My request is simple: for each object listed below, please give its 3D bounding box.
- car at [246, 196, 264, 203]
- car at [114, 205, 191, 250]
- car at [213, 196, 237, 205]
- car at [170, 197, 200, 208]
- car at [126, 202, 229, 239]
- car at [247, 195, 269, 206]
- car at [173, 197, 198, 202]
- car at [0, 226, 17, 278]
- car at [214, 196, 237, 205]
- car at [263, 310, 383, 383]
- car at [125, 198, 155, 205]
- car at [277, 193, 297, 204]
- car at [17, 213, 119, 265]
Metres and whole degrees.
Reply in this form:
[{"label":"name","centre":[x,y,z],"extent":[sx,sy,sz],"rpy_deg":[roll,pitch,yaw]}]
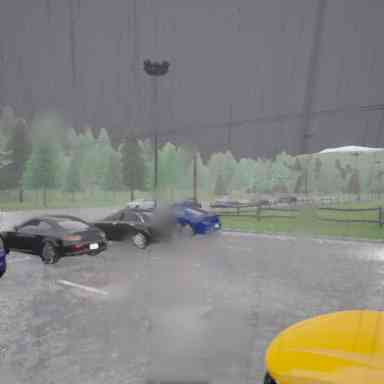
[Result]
[{"label":"car","centre":[12.943,1.588,67.942],"extent":[1.895,1.301,4.718],"rpy_deg":[0,0,36]},{"label":"car","centre":[-2.665,1.503,14.394],"extent":[4.892,1.490,1.837],"rpy_deg":[0,0,34]},{"label":"car","centre":[5.765,1.473,58.234],"extent":[1.882,1.535,5.008],"rpy_deg":[0,0,37]},{"label":"car","centre":[-0.988,1.500,49.032],"extent":[1.837,1.490,4.892],"rpy_deg":[0,0,36]},{"label":"car","centre":[-0.855,1.476,17.395],"extent":[5.008,1.535,1.882],"rpy_deg":[0,0,34]},{"label":"car","centre":[10.426,1.348,52.773],"extent":[2.097,1.767,4.553],"rpy_deg":[0,0,36]},{"label":"car","centre":[-0.874,1.597,37.268],"extent":[1.895,1.301,4.718],"rpy_deg":[0,0,35]},{"label":"car","centre":[-6.920,1.351,8.675],"extent":[4.553,1.767,2.097],"rpy_deg":[0,0,33]},{"label":"car","centre":[4.467,1.522,44.637],"extent":[1.812,1.442,4.674],"rpy_deg":[0,0,36]},{"label":"car","centre":[2.878,1.478,1.942],"extent":[5.008,1.535,1.882],"rpy_deg":[0,0,35]},{"label":"car","centre":[-6.382,1.521,41.598],"extent":[1.812,1.442,4.674],"rpy_deg":[0,0,35]},{"label":"car","centre":[18.054,1.217,63.101],"extent":[2.150,2.045,5.566],"rpy_deg":[0,0,37]},{"label":"car","centre":[-4.971,1.524,11.612],"extent":[4.674,1.442,1.812],"rpy_deg":[0,0,33]}]
